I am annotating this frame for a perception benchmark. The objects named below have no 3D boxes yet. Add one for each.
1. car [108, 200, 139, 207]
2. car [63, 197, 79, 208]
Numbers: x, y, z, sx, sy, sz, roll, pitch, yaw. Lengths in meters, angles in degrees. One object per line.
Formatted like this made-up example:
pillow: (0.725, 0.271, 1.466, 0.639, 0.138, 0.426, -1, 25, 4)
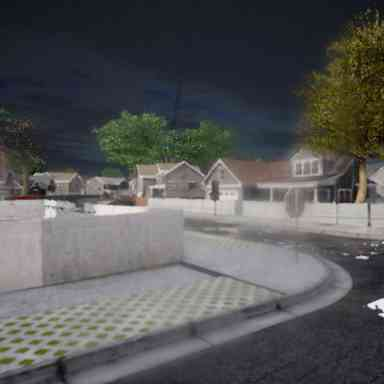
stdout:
car: (-5.932, 1.475, 28.899, 1.837, 1.490, 4.892, 0, 0, -35)
car: (-17.227, 1.475, 47.250, 1.837, 1.490, 4.892, 0, -1, -25)
